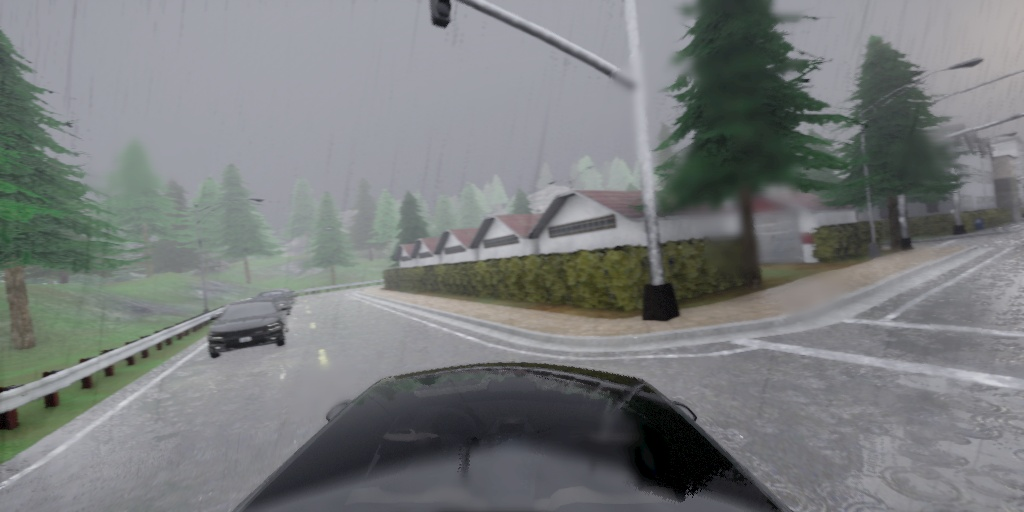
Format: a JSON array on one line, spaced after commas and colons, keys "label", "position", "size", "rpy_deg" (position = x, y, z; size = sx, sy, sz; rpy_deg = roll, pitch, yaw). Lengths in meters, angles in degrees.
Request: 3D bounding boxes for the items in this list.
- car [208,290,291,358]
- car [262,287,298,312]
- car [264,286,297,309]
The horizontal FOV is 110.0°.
[{"label": "car", "position": [-8.975, 2.266, 12.464], "size": [1.882, 1.535, 5.008], "rpy_deg": [-6, 0, -31]}, {"label": "car", "position": [-14.102, 2.816, 21.096], "size": [2.128, 1.511, 4.902], "rpy_deg": [-6, 0, -31]}, {"label": "car", "position": [-19.216, 3.385, 29.933], "size": [1.812, 1.442, 4.674], "rpy_deg": [-6, 0, -29]}]
